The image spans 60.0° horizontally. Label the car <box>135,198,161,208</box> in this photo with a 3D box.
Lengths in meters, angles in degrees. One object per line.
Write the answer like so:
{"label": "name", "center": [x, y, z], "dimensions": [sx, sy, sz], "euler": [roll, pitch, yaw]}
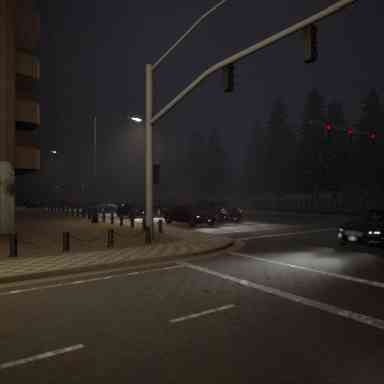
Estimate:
{"label": "car", "center": [-6.741, 1.656, 50.757], "dimensions": [1.895, 1.301, 4.718], "euler": [0, 0, -36]}

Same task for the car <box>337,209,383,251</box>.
{"label": "car", "center": [8.083, 1.506, 14.041], "dimensions": [4.902, 1.511, 2.128], "euler": [0, 0, -35]}

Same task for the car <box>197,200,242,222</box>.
{"label": "car", "center": [1.895, 1.407, 26.465], "dimensions": [2.097, 1.767, 4.553], "euler": [0, 0, -36]}

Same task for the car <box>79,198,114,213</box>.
{"label": "car", "center": [-11.146, 1.656, 38.586], "dimensions": [1.895, 1.301, 4.718], "euler": [0, 0, -36]}

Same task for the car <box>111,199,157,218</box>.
{"label": "car", "center": [-5.403, 1.619, 30.602], "dimensions": [1.994, 1.385, 4.181], "euler": [0, 0, -36]}

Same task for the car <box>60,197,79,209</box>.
{"label": "car", "center": [-17.256, 1.533, 47.131], "dimensions": [1.882, 1.535, 5.008], "euler": [0, 0, -35]}

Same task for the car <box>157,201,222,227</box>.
{"label": "car", "center": [-0.286, 1.581, 23.533], "dimensions": [1.812, 1.442, 4.674], "euler": [0, 0, -37]}

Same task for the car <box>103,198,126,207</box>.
{"label": "car", "center": [-12.278, 1.656, 52.464], "dimensions": [1.895, 1.301, 4.718], "euler": [0, 0, -36]}

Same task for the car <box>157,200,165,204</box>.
{"label": "car", "center": [-3.342, 1.547, 33.734], "dimensions": [2.128, 1.511, 4.902], "euler": [0, 0, -36]}
